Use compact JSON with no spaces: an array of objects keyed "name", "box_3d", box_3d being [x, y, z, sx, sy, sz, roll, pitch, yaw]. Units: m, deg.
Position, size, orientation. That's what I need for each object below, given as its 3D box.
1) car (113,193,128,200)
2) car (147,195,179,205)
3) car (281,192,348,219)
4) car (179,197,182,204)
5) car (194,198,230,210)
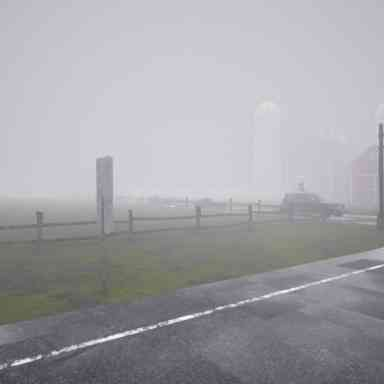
[{"name":"car","box_3d":[-14.903,0.922,68.014,2.033,1.411,5.357,-1,1,-36]},{"name":"car","box_3d":[-4.651,1.160,48.721,2.033,1.411,5.357,-1,1,-36]},{"name":"car","box_3d":[10.220,1.071,28.223,2.150,2.045,5.566,-1,1,-38]},{"name":"car","box_3d":[-3.290,1.136,51.866,1.994,1.385,4.181,-1,1,-36]},{"name":"car","box_3d":[2.294,1.326,39.070,1.895,1.301,4.718,-1,1,-36]}]
